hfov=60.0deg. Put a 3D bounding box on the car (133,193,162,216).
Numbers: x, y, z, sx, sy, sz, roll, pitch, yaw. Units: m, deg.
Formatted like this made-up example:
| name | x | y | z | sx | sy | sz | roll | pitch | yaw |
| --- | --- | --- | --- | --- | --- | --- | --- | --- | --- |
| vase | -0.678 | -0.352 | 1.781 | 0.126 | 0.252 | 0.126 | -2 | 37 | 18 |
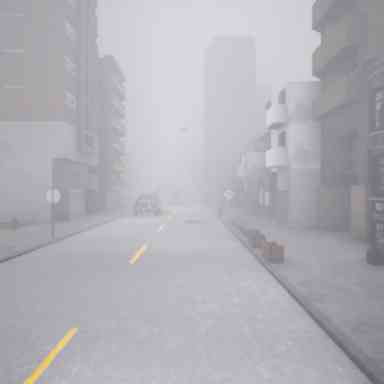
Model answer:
| name | x | y | z | sx | sy | sz | roll | pitch | yaw |
| --- | --- | --- | --- | --- | --- | --- | --- | --- | --- |
| car | -4.064 | 1.128 | 31.140 | 2.150 | 2.045 | 5.566 | 0 | 0 | 1 |
